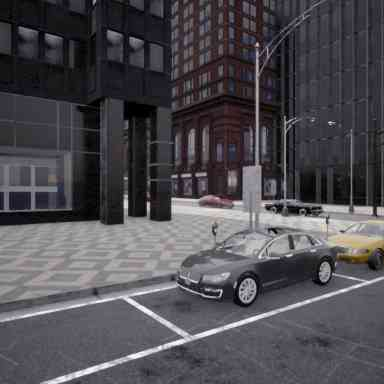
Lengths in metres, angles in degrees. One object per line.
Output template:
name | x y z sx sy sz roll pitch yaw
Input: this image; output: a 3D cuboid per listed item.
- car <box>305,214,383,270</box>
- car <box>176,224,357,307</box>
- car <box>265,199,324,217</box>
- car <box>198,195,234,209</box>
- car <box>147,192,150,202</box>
car | 6.029 1.526 10.983 4.829 1.417 1.752 0 0 -36
car | 1.688 1.551 7.869 4.403 1.369 2.008 0 0 -36
car | 8.412 1.294 27.571 1.895 1.301 4.718 0 1 -36
car | 2.520 1.033 35.690 1.812 1.442 4.674 0 1 -36
car | -5.515 0.742 46.799 1.882 1.535 5.008 0 1 -36
